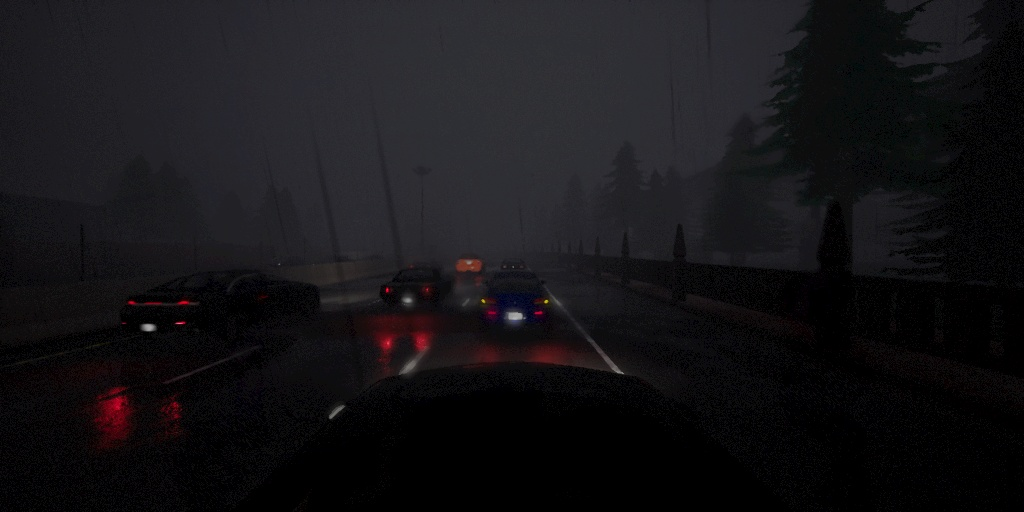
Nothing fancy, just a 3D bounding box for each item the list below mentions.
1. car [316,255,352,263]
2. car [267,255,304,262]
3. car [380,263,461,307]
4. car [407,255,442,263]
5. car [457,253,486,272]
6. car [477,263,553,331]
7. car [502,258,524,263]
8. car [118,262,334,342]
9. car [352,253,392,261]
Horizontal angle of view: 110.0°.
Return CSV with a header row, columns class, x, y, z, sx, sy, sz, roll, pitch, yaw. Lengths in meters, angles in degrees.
class,x,y,z,sx,sy,sz,roll,pitch,yaw
car,-17.606,0.647,35.502,2.033,1.411,5.357,0,1,0
car,-21.116,0.666,33.415,1.812,1.442,4.674,0,1,0
car,-3.407,1.114,13.983,1.895,1.301,4.718,0,1,0
car,-6.904,0.821,29.196,1.895,1.301,4.718,0,1,0
car,-3.404,0.547,30.523,2.097,1.767,4.553,0,1,0
car,0.080,1.112,10.187,1.812,1.442,4.674,0,1,0
car,0.096,0.821,29.192,1.895,1.301,4.718,0,1,0
car,-6.924,1.097,9.265,2.128,1.511,4.902,0,1,0
car,-14.148,0.644,36.507,1.994,1.385,4.181,0,1,-1
